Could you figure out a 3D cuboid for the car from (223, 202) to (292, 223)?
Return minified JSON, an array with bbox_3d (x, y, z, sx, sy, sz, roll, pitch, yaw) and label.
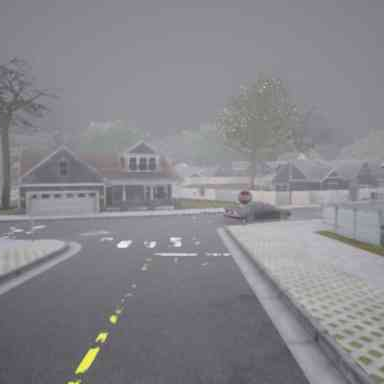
[{"bbox_3d":[4.926,1.439,24.948,5.357,1.411,2.033,-1,4,-28],"label":"car"}]
